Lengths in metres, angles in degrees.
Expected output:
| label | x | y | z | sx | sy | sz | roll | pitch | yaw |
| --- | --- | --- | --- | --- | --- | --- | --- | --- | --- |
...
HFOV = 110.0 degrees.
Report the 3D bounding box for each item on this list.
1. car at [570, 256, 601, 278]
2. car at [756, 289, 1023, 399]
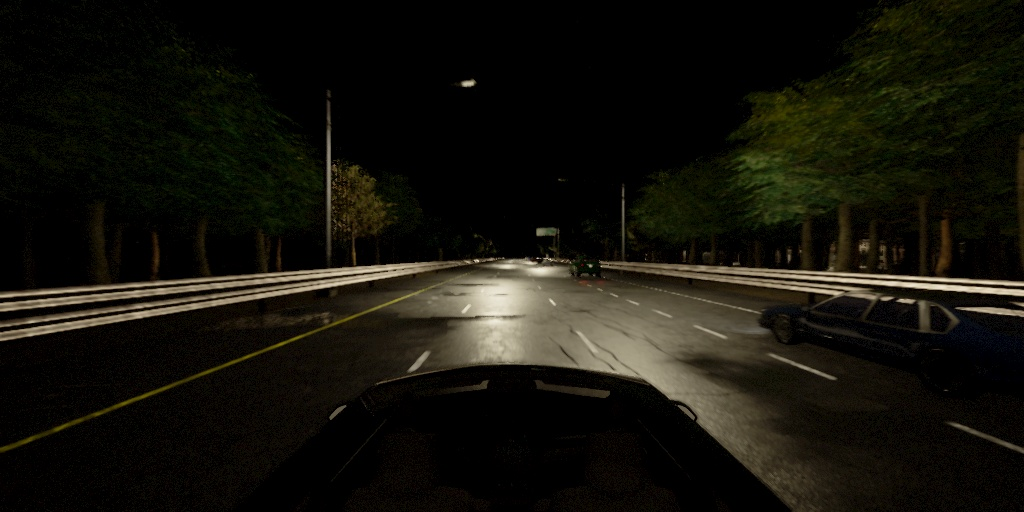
| label | x | y | z | sx | sy | sz | roll | pitch | yaw |
| --- | --- | --- | --- | --- | --- | --- | --- | --- | --- |
| car | 7.064 | 1.023 | 34.843 | 2.150 | 2.045 | 5.566 | 0 | 0 | 0 |
| car | 7.000 | 1.304 | 6.424 | 2.033 | 1.411 | 5.357 | 0 | 0 | 0 |
